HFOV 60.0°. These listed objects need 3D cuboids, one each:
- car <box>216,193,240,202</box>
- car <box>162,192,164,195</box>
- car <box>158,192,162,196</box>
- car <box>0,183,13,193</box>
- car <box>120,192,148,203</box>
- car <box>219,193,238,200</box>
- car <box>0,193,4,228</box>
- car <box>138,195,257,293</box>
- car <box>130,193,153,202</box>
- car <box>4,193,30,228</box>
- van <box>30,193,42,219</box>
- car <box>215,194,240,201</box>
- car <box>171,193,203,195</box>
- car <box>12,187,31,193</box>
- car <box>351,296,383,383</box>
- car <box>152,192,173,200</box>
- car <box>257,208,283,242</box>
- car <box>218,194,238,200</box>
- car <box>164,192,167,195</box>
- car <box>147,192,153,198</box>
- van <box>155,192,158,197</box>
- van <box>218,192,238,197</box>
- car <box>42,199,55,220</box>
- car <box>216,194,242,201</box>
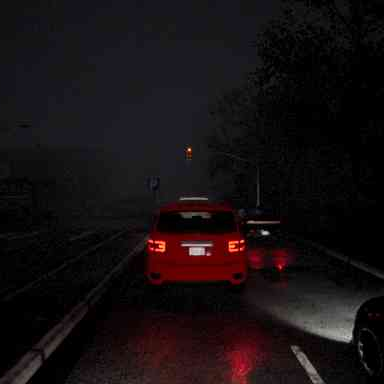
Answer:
[{"bbox_3d":[7.543,1.143,70.608,4.553,1.767,2.185,1,0,-14],"label":"car"},{"bbox_3d":[-9.780,1.360,79.964,4.674,1.452,2.002,-1,0,-13],"label":"car"},{"bbox_3d":[-10.148,1.323,76.968,4.892,1.521,2.231,-1,0,-14],"label":"car"},{"bbox_3d":[-31.257,-0.424,55.904,2.435,2.045,5.566,6,-3,-19],"label":"car"},{"bbox_3d":[-11.558,1.359,65.010,4.792,1.488,2.163,-1,0,-15],"label":"car"},{"bbox_3d":[9.308,1.130,85.311,4.553,1.767,2.185,1,0,-12],"label":"car"},{"bbox_3d":[-13.823,1.264,18.149,5.566,2.045,2.435,-1,0,-20],"label":"car"},{"bbox_3d":[0.088,1.230,9.044,2.150,2.045,5.566,0,0,0],"label":"car"},{"bbox_3d":[-10.830,1.197,70.955,4.553,1.767,2.185,-1,0,-14],"label":"car"},{"bbox_3d":[-13.755,1.269,21.186,5.566,2.045,2.435,-1,0,-20],"label":"car"},{"bbox_3d":[-13.645,1.298,24.222,4.442,1.987,1.878,-1,0,-20],"label":"van"},{"bbox_3d":[8.051,1.259,76.454,5.366,1.575,1.946,1,0,-13],"label":"car"},{"bbox_3d":[0.120,1.247,19.402,2.150,2.045,5.566,0,0,0],"label":"car"},{"bbox_3d":[-28.263,0.138,55.849,2.002,1.452,4.674,6,-3,-19],"label":"car"},{"bbox_3d":[3.095,1.566,2.718,1.994,1.385,4.181,0,0,0],"label":"car"},{"bbox_3d":[-8.164,1.066,91.956,5.566,2.045,2.435,-1,0,-12],"label":"car"},{"bbox_3d":[3.105,1.512,16.476,2.128,1.511,4.902,0,0,0],"label":"car"},{"bbox_3d":[8.947,1.299,82.380,4.674,1.452,2.002,1,0,-12],"label":"car"},{"bbox_3d":[-9.414,1.360,82.966,4.674,1.452,2.002,-1,0,-13],"label":"car"},{"bbox_3d":[-10.919,1.316,68.003,5.366,1.575,1.946,-1,0,-15],"label":"car"},{"bbox_3d":[-10.370,1.094,73.996,4.442,1.987,1.878,-1,0,-14],"label":"van"},{"bbox_3d":[7.165,1.044,67.638,4.442,1.987,1.878,1,0,-14],"label":"van"},{"bbox_3d":[-13.675,1.405,27.200,4.553,1.767,2.185,-1,0,-19],"label":"car"},{"bbox_3d":[8.074,1.265,73.602,5.366,1.575,1.946,1,0,-13],"label":"car"}]
